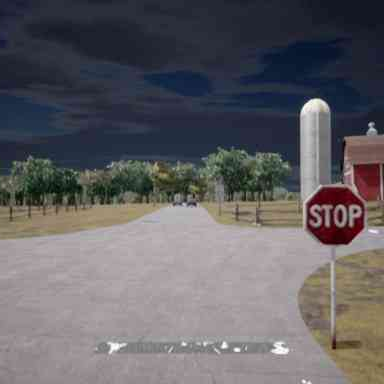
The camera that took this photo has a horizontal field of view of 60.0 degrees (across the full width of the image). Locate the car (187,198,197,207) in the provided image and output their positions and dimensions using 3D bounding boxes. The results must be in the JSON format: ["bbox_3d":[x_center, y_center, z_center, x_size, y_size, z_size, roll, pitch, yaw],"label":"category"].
[{"bbox_3d":[-0.054,1.958,60.929,1.837,1.490,4.892,0,-1,0],"label":"car"}]

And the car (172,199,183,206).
[{"bbox_3d":[-2.808,2.070,65.536,2.033,1.411,5.357,0,-1,0],"label":"car"}]

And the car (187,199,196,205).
[{"bbox_3d":[-0.062,2.136,71.359,1.994,1.385,4.181,0,-1,0],"label":"car"}]
